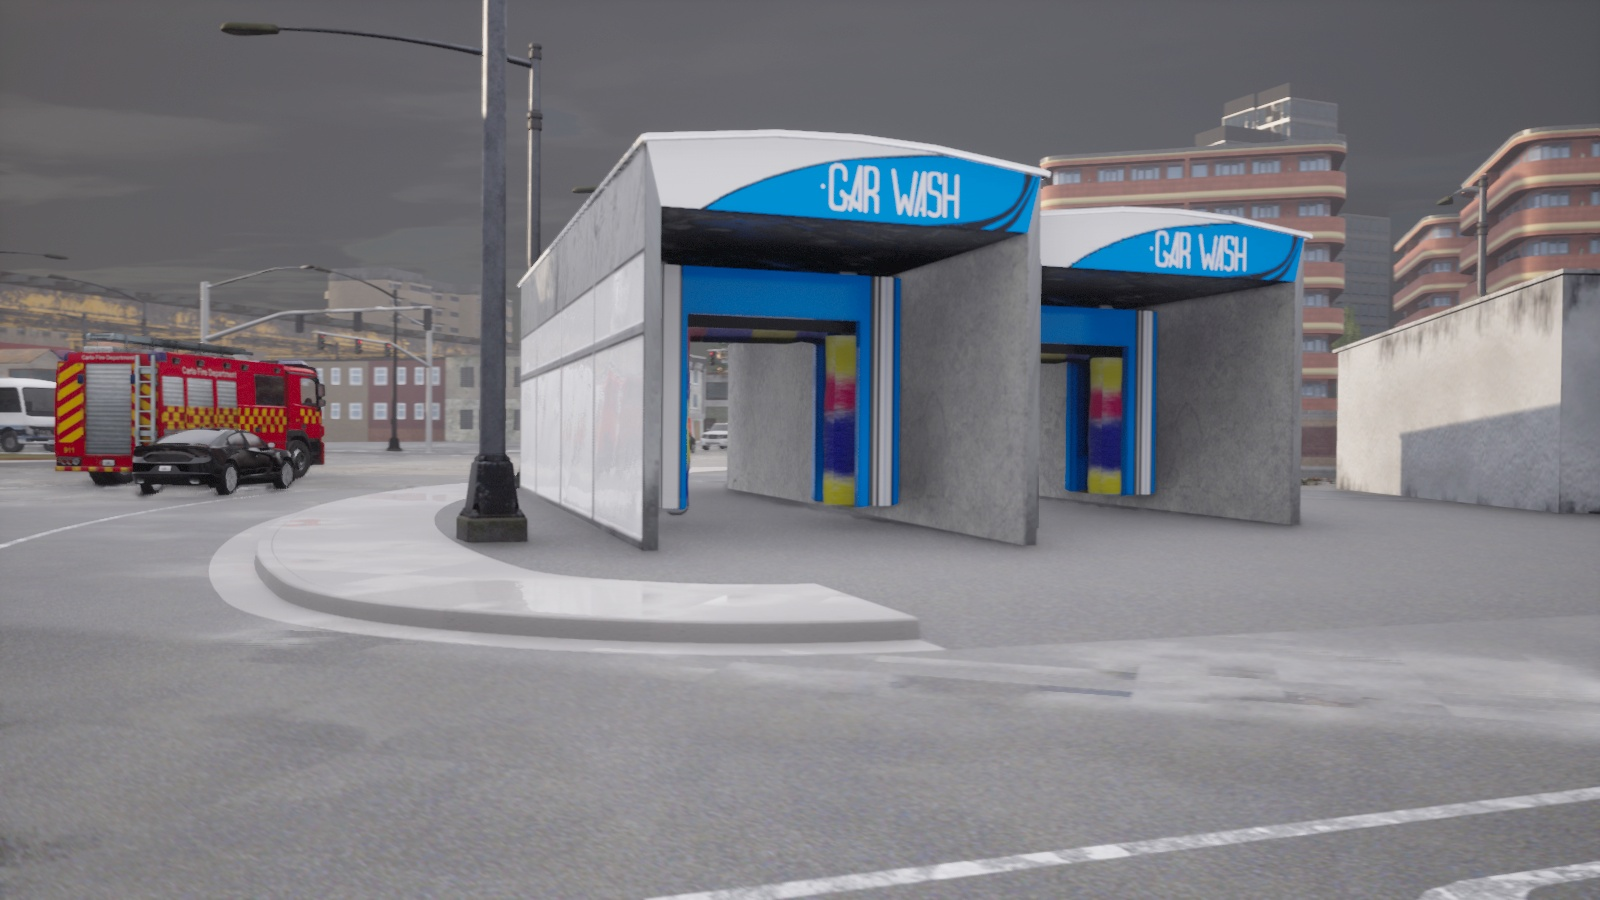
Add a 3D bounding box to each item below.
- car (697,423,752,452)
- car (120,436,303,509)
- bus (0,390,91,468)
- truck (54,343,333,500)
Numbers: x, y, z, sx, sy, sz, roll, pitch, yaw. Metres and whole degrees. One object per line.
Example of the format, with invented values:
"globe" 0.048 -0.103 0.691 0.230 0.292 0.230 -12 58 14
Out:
"car" -5.525 -0.935 92.380 2.150 2.045 5.566 0 2 18
"car" -13.534 0.454 29.266 1.882 1.535 5.008 -1 1 0
"bus" -46.529 -1.164 72.270 10.273 4.253 3.944 0 1 17
"truck" -16.476 -0.735 35.033 2.891 3.827 8.468 0 1 6
